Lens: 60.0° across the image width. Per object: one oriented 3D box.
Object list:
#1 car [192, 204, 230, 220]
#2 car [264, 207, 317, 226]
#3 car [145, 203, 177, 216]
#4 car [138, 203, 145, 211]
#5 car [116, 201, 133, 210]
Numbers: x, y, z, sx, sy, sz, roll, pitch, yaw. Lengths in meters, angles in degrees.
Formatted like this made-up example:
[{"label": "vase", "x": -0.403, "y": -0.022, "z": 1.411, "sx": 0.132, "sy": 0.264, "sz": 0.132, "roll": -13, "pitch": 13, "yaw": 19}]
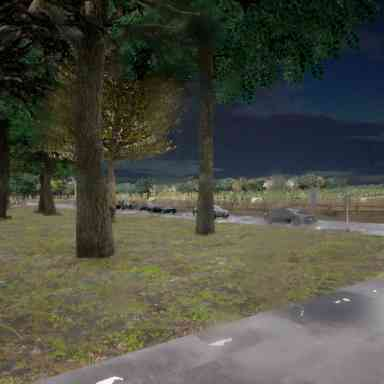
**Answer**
[{"label": "car", "x": 1.947, "y": 2.041, "z": 34.996, "sx": 1.837, "sy": 1.490, "sz": 4.892, "roll": -1, "pitch": 0, "yaw": -36}, {"label": "car", "x": 7.801, "y": 1.914, "z": 26.687, "sx": 1.994, "sy": 1.385, "sz": 4.181, "roll": -1, "pitch": 0, "yaw": -35}, {"label": "car", "x": -3.838, "y": 2.317, "z": 43.248, "sx": 1.895, "sy": 1.301, "sz": 4.718, "roll": -1, "pitch": 0, "yaw": -35}, {"label": "car", "x": -6.973, "y": 2.396, "z": 52.730, "sx": 1.994, "sy": 1.385, "sz": 4.181, "roll": -1, "pitch": 0, "yaw": -34}, {"label": "car", "x": -12.490, "y": 2.348, "z": 60.472, "sx": 2.097, "sy": 1.767, "sz": 4.553, "roll": -1, "pitch": 0, "yaw": -35}]
